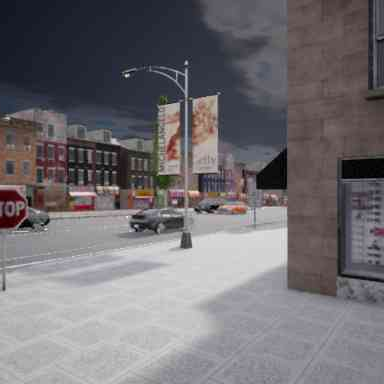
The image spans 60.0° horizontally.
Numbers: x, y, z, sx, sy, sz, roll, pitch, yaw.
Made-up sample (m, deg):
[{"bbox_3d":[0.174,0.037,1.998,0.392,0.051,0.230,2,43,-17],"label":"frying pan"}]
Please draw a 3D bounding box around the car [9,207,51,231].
[{"bbox_3d":[-10.732,1.603,19.323,2.128,1.511,4.902,0,-1,35],"label":"car"}]

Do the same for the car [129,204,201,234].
[{"bbox_3d":[-1.737,1.702,20.660,1.837,1.490,4.892,0,-1,35],"label":"car"}]

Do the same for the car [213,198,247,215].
[{"bbox_3d":[5.079,1.944,41.858,2.097,1.767,4.553,0,-1,35],"label":"car"}]

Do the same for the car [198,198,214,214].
[{"bbox_3d":[2.492,1.815,43.835,2.150,2.045,5.566,0,-1,35],"label":"car"}]
